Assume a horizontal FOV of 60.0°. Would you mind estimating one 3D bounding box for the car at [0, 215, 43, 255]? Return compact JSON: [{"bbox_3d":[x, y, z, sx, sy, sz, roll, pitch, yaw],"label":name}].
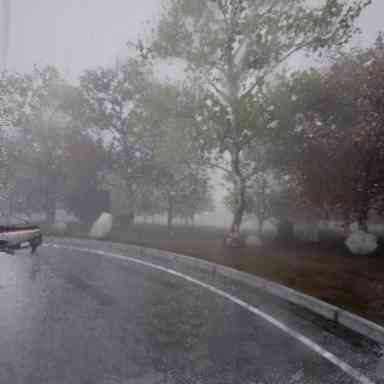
[{"bbox_3d":[-7.751,1.638,12.637,4.902,1.511,2.128,-2,0,32],"label":"car"}]
